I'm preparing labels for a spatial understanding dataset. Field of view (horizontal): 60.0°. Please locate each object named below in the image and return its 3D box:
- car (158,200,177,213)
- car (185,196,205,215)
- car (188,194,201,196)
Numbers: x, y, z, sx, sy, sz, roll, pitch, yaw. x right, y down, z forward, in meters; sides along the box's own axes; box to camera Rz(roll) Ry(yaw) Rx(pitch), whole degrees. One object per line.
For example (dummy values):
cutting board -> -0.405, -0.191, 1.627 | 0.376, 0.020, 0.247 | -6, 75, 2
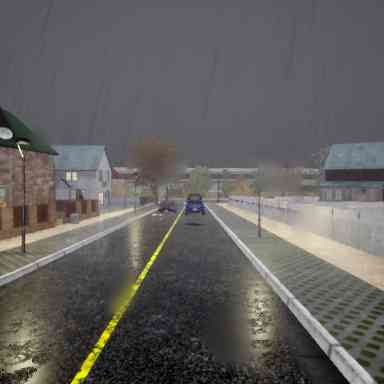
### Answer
car -> -2.582, 1.541, 36.425 | 2.033, 1.411, 5.357 | 0, 0, 1
car -> 0.292, 1.469, 33.676 | 1.882, 1.535, 5.008 | 0, 0, 0
car -> 0.350, 1.221, 44.210 | 2.150, 2.045, 5.566 | 0, 0, 0
